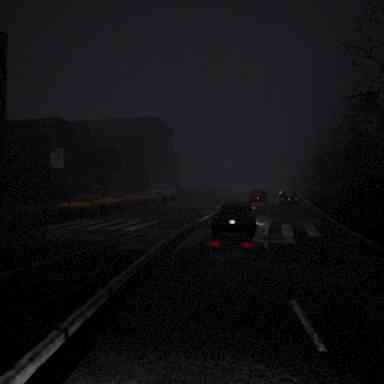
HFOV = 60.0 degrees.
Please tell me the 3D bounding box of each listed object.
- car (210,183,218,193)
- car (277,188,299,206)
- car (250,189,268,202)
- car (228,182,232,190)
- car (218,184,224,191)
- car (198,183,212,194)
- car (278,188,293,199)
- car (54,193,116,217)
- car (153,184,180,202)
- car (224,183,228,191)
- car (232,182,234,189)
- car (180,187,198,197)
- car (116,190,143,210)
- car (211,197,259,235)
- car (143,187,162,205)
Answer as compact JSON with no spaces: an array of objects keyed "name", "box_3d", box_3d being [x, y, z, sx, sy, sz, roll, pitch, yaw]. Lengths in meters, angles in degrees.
[{"name":"car","box_3d":[3.041,-0.786,68.008,2.435,2.045,5.566,0,2,14]},{"name":"car","box_3d":[9.450,0.614,32.668,2.033,1.411,5.357,0,2,15]},{"name":"car","box_3d":[8.117,0.349,40.355,1.837,1.490,4.892,0,2,15]},{"name":"car","box_3d":[8.540,-1.367,89.338,2.185,1.767,4.553,0,2,14]},{"name":"car","box_3d":[5.340,-0.836,77.148,2.231,1.521,4.892,0,2,15]},{"name":"car","box_3d":[1.674,-0.358,62.702,2.231,1.521,4.892,0,2,14]},{"name":"car","box_3d":[12.910,0.145,46.069,1.812,1.442,4.674,0,2,15]},{"name":"car","box_3d":[-8.065,0.890,24.968,1.946,1.575,5.366,0,2,15]},{"name":"car","box_3d":[-3.849,0.099,41.272,2.435,2.045,5.566,0,2,14]},{"name":"car","box_3d":[7.109,-1.060,83.785,1.946,1.575,5.366,0,2,14]},{"name":"car","box_3d":[9.866,-1.415,94.480,1.946,1.575,5.366,0,2,14]},{"name":"car","box_3d":[-1.096,0.026,51.973,2.163,1.488,4.792,0,2,15]},{"name":"car","box_3d":[-6.677,0.710,30.311,1.946,1.575,5.366,0,2,14]},{"name":"car","box_3d":[2.138,1.202,16.314,1.994,1.385,4.181,0,2,11]},{"name":"car","box_3d":[-5.299,0.533,35.658,1.946,1.575,5.366,0,2,14]}]
